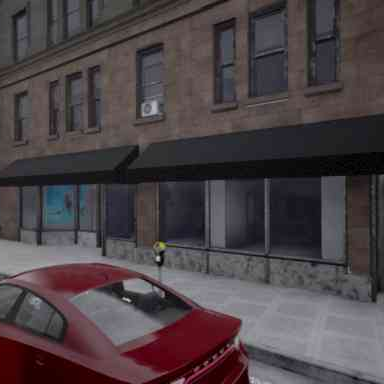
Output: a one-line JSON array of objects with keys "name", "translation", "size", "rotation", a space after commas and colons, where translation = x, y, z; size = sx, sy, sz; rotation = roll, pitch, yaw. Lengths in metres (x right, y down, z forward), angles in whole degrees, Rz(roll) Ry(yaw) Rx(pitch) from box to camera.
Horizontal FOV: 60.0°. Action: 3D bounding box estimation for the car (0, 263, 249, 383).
[{"name": "car", "translation": [-1.554, 1.545, 3.958], "size": [4.507, 1.381, 1.887], "rotation": [0, 0, 35]}]
